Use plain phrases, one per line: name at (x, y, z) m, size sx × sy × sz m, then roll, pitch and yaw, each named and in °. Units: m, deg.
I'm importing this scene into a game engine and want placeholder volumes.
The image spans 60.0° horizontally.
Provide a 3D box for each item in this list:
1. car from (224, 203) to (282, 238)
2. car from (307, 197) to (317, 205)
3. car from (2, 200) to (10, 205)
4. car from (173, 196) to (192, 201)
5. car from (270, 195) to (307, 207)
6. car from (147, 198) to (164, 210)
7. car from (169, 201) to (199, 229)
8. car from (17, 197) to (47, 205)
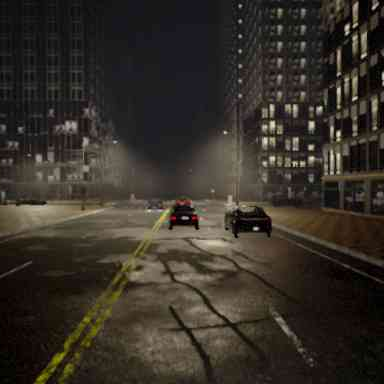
car at (2.845, 1.463, 17.635) m, size 2.128 × 1.511 × 4.902 m, roll 0°, pitch 0°, yaw -2°
car at (19.875, 1.520, 59.934) m, size 4.829 × 1.417 × 1.752 m, roll 0°, pitch 1°, yaw -1°
car at (-30.055, 1.387, 50.595) m, size 4.206 × 1.307 × 1.802 m, roll 0°, pitch 0°, yaw -1°
car at (-1.044, 1.299, 36.491) m, size 2.097 × 1.767 × 4.553 m, roll 0°, pitch 0°, yaw -2°
car at (14.553, 1.420, 51.460) m, size 5.009 × 1.841 × 2.192 m, roll 0°, pitch 0°, yaw -1°
car at (-4.611, 1.490, 42.638) m, size 2.033 × 1.411 × 5.357 m, roll 0°, pitch 0°, yaw -2°
car at (-0.526, 1.520, 21.319) m, size 2.033 × 1.411 × 5.357 m, roll 0°, pitch 0°, yaw -2°
car at (-24.369, 1.410, 50.657) m, size 4.313 × 1.339 × 1.947 m, roll 0°, pitch 0°, yaw -1°
